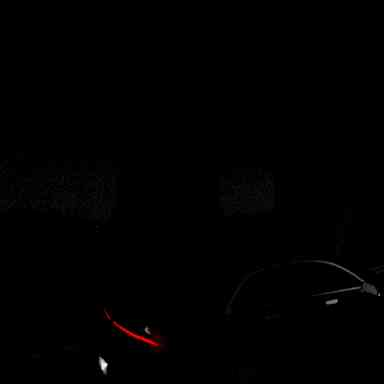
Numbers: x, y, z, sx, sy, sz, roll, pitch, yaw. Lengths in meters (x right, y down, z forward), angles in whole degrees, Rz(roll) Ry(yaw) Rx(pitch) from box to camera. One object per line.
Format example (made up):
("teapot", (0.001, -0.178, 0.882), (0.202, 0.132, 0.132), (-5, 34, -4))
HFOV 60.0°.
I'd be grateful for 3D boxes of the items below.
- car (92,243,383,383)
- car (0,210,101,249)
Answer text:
("car", (1.142, 1.499, 4.655), (4.892, 1.490, 1.837), (1, 1, -33))
("car", (-6.243, 1.416, 12.525), (5.357, 1.411, 2.033), (1, 0, -32))
